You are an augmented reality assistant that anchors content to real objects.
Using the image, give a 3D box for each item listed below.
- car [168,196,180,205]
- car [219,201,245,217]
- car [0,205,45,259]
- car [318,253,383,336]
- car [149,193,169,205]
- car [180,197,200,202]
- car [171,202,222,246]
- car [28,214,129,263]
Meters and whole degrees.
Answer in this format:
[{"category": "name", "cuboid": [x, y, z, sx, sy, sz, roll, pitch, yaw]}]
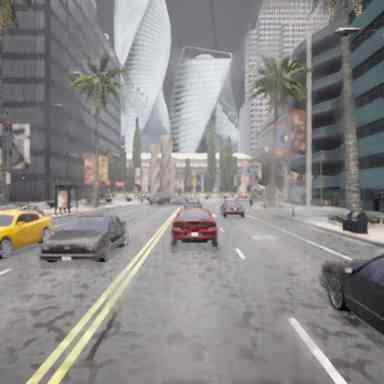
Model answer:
[{"category": "car", "cuboid": [-1.873, 1.489, 54.725, 1.994, 1.385, 4.181, 0, 0, 15]}, {"category": "car", "cuboid": [3.596, 1.506, 30.310, 2.033, 1.411, 5.357, 0, 0, 0]}, {"category": "car", "cuboid": [-7.102, 1.460, 12.663, 1.882, 1.535, 5.008, 0, 0, 0]}, {"category": "car", "cuboid": [3.593, 1.541, 4.637, 2.033, 1.411, 5.357, 0, 0, 0]}, {"category": "car", "cuboid": [-5.337, 1.143, 55.579, 2.150, 2.045, 5.566, 0, 0, 15]}, {"category": "car", "cuboid": [0.094, 1.443, 35.389, 2.128, 1.511, 4.902, 0, 0, 0]}, {"category": "car", "cuboid": [0.097, 1.457, 15.111, 1.882, 1.535, 5.008, 0, 0, 0]}, {"category": "car", "cuboid": [-3.602, 1.530, 12.208, 2.033, 1.411, 5.357, 0, 0, 0]}]
